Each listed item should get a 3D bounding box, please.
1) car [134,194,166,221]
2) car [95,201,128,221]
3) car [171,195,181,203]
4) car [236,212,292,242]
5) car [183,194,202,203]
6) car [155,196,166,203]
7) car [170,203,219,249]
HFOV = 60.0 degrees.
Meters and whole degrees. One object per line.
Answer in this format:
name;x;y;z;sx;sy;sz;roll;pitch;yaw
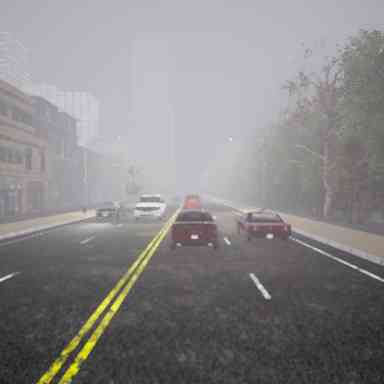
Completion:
car;-3.353;1.232;27.533;2.150;2.045;5.566;0;0;0
car;-6.600;1.502;27.741;2.128;1.511;4.902;0;0;0
car;-3.272;1.478;69.180;1.882;1.535;5.008;0;0;0
car;3.343;1.609;16.455;1.895;1.301;4.718;0;0;0
car;0.089;1.239;41.206;2.150;2.045;5.566;0;0;0
car;-6.522;1.500;69.179;1.837;1.490;4.892;0;0;0
car;0.094;1.484;14.627;1.882;1.535;5.008;0;0;0
